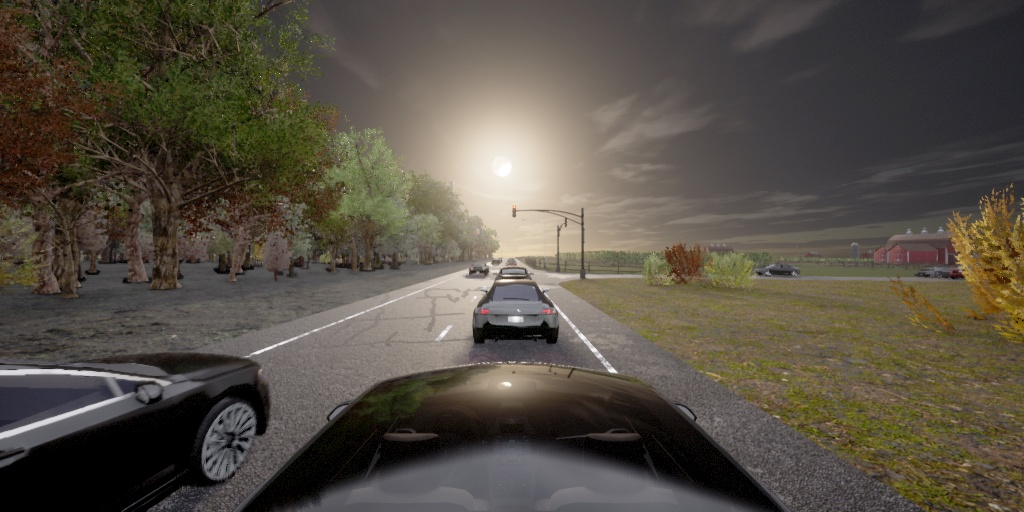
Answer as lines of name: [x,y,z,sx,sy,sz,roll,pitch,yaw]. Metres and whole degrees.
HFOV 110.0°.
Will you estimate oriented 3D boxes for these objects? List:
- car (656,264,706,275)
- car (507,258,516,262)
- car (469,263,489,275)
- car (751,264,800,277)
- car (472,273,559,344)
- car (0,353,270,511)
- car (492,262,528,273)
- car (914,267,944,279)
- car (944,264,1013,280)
car: [19.377,1.566,41.001,5.357,1.411,2.033,1,-1,0]
car: [-0.048,1.354,63.838,1.895,1.301,4.718,0,0,0]
car: [-3.470,1.357,38.702,1.895,1.301,4.718,0,0,0]
car: [30.085,1.641,40.974,4.892,1.490,1.837,1,-1,0]
car: [0.083,1.316,9.625,1.994,1.385,4.181,0,0,0]
car: [-3.396,1.241,1.707,2.128,1.511,4.902,0,0,0]
car: [0.074,1.259,18.524,1.837,1.490,4.892,0,0,0]
car: [48.707,1.904,40.874,4.181,1.385,1.994,1,-1,1]
car: [48.837,1.632,37.332,4.553,1.767,2.097,1,-1,0]
